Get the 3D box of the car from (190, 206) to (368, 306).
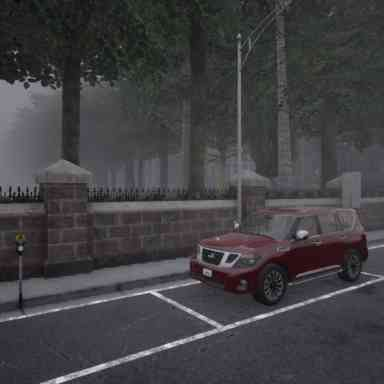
[{"bbox_3d":[2.359,1.314,8.215,5.009,1.841,2.192,0,0,-35],"label":"car"}]
